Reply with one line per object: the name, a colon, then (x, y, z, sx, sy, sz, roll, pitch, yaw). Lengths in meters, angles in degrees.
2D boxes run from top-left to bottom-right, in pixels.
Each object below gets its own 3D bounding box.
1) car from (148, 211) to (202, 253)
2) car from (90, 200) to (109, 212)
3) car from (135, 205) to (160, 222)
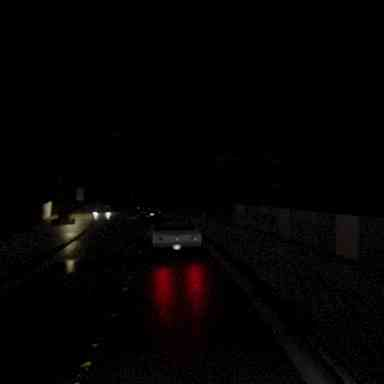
car: (-0.826, 1.735, 14.291, 1.895, 1.301, 4.718, 0, -1, -7)
car: (-12.604, 1.852, 45.262, 1.882, 1.535, 5.008, 1, -1, -24)
car: (-3.840, 1.834, 29.380, 1.994, 1.385, 4.181, 0, 0, -16)
